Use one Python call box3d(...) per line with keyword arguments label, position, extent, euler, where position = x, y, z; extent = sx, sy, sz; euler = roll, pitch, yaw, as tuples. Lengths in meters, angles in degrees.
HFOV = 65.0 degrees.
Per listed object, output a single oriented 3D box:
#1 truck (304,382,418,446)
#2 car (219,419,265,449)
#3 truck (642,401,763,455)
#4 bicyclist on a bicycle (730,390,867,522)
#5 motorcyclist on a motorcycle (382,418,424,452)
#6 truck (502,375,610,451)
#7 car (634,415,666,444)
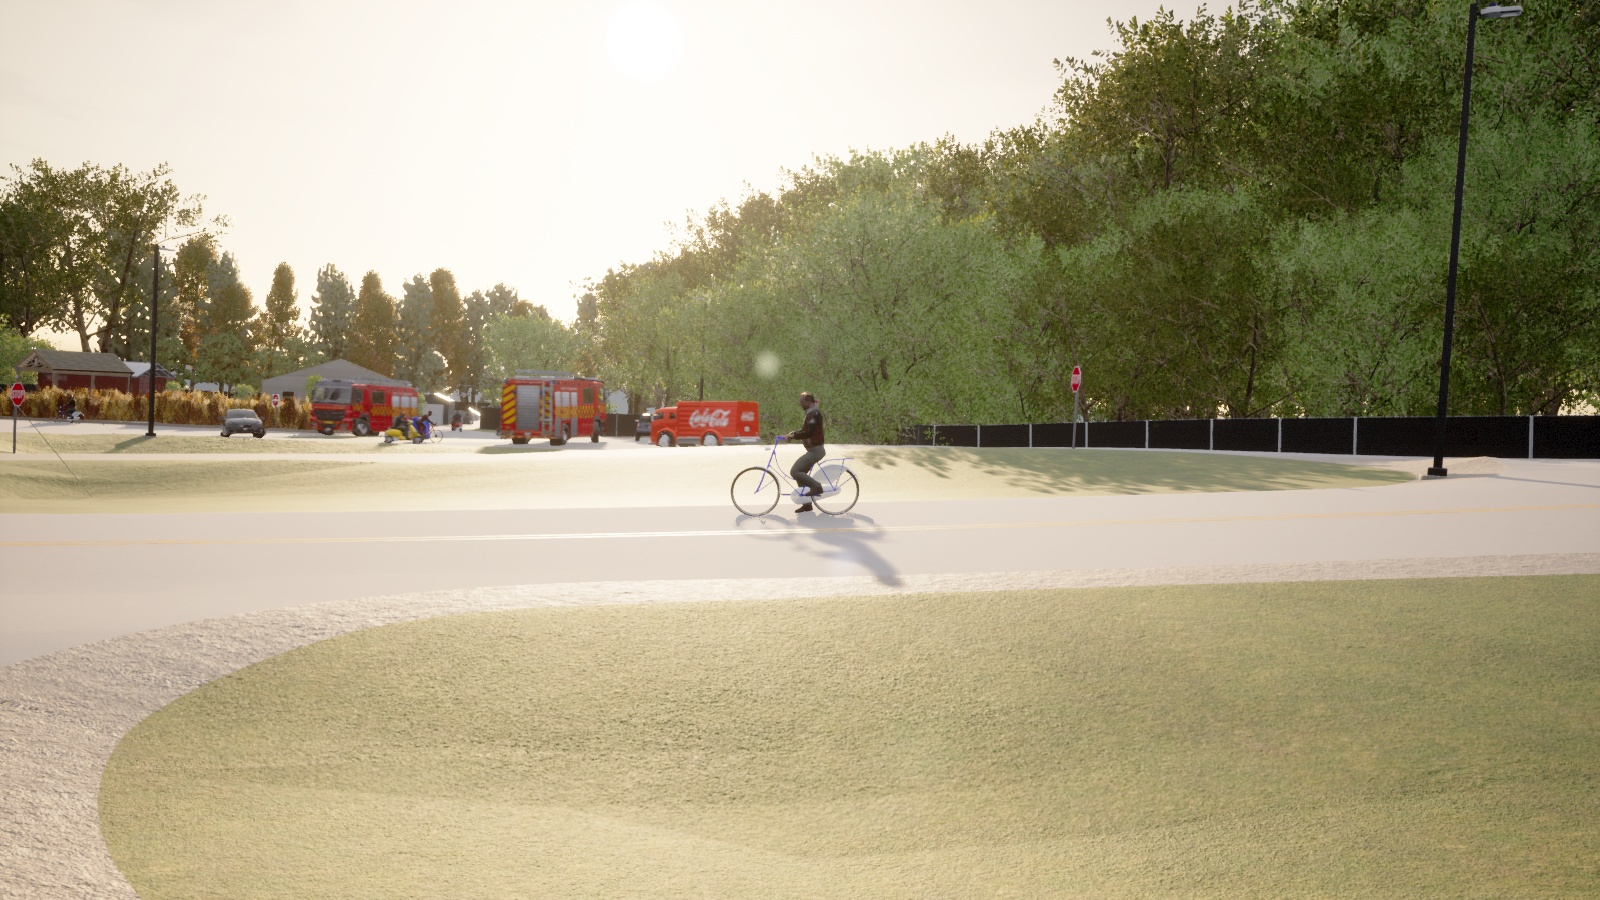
box3d(label="truck", position=(-28.304, -2.272, 81.418), extent=(2.891, 3.827, 8.468), euler=(2, 1, 12))
box3d(label="car", position=(-29.862, -0.873, 67.150), extent=(1.837, 1.490, 4.892), euler=(-1, 2, -29))
box3d(label="truck", position=(-4.726, -1.038, 60.931), extent=(5.204, 2.467, 2.627), euler=(0, 1, 27))
box3d(label="bicyclist on a bicycle", position=(-0.028, 0.070, 17.746), extent=(1.843, 1.776, 0.659), euler=(-2, 3, -5))
box3d(label="motorcyclist on a motorcycle", position=(-18.992, -0.711, 60.080), extent=(1.817, 1.590, 0.866), euler=(1, 2, -11))
box3d(label="truck", position=(-12.832, -2.029, 66.981), extent=(2.891, 3.827, 8.468), euler=(1, 2, 9))
box3d(label="car", position=(-9.057, -1.270, 75.678), extent=(1.851, 1.617, 3.988), euler=(0, 2, -8))
